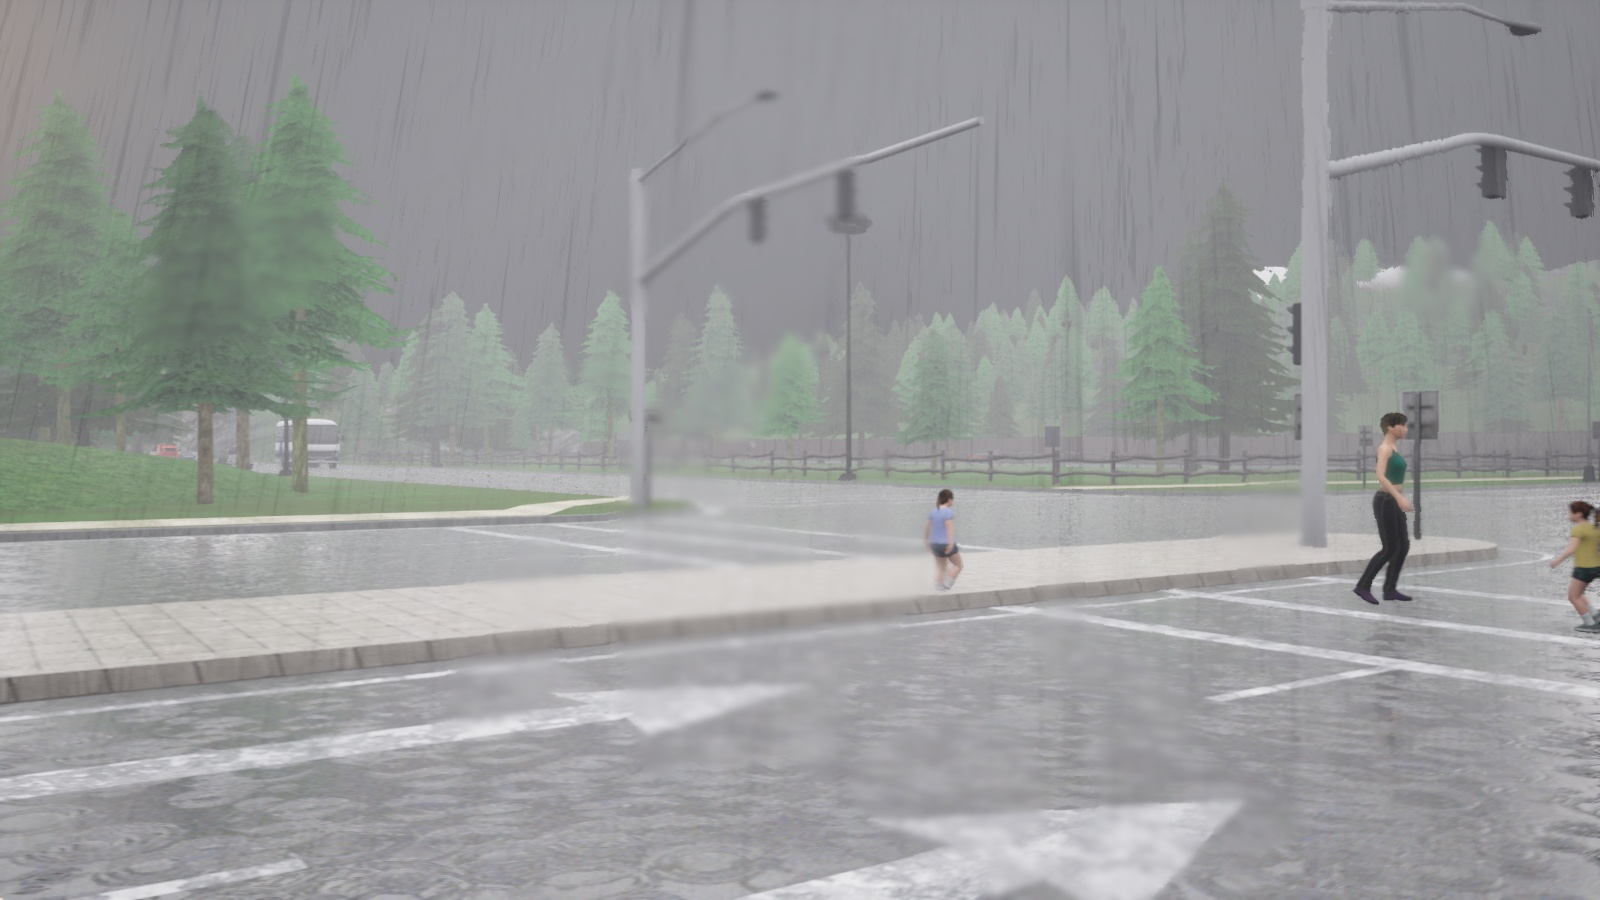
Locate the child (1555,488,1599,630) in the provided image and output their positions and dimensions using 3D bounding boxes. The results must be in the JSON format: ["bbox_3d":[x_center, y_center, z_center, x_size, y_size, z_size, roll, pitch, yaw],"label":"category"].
[{"bbox_3d":[6.340,0.863,10.088,0.255,1.110,0.394,0,0,-34],"label":"child"}]

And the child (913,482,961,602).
[{"bbox_3d":[1.300,0.861,11.927,0.394,1.110,0.255,0,0,-43],"label":"child"}]

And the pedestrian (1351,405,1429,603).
[{"bbox_3d":[5.624,0.503,11.978,0.594,1.836,0.345,0,0,40],"label":"pedestrian"}]
